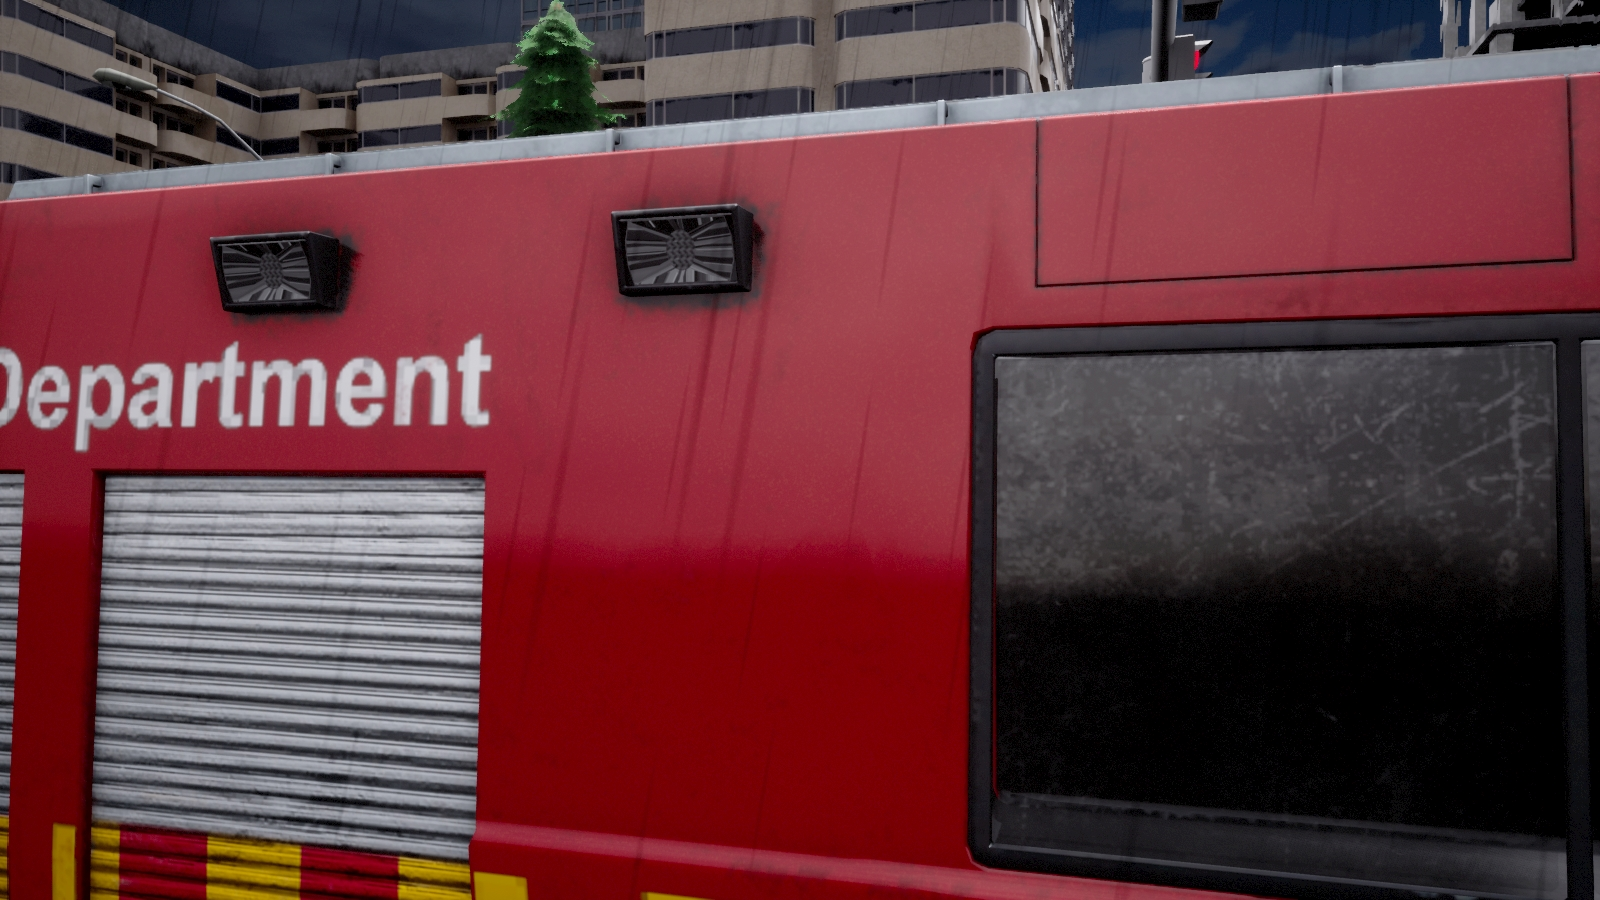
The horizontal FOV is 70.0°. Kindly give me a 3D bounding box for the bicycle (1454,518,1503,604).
[{"bbox_3d":[12.788,2.060,21.569,0.329,1.471,1.835,0,0,16],"label":"bicycle"}]

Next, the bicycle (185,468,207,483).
[{"bbox_3d":[-51.048,2.130,96.529,1.487,1.276,0.859,0,0,15],"label":"bicycle"}]

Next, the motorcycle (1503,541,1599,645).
[{"bbox_3d":[11.678,2.155,17.664,0.764,1.307,2.356,0,0,16],"label":"motorcycle"}]

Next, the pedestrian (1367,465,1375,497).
[{"bbox_3d":[33.678,1.835,67.372,0.375,1.860,0.375,0,0,16],"label":"pedestrian"}]
